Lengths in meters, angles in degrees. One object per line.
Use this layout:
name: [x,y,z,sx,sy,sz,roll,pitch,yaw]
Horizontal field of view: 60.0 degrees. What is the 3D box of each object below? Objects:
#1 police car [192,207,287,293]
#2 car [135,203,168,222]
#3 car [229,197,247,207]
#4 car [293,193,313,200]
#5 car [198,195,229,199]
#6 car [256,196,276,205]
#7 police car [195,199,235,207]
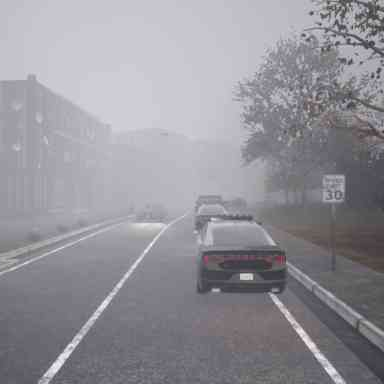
police car: [1.050,1.428,8.987,1.930,1.638,5.238,0,0,0]
car: [-3.068,1.573,25.955,1.994,1.385,4.181,0,0,4]
car: [5.936,1.406,45.032,1.882,1.535,5.008,0,0,28]
car: [23.225,0.951,69.786,4.902,1.511,2.128,-2,0,-31]
car: [1.387,1.226,24.672,2.150,2.045,5.566,0,0,5]
car: [12.258,1.308,55.313,1.812,1.442,4.674,-1,1,40]
police car: [1.101,1.429,18.924,1.930,1.638,5.238,0,0,1]
